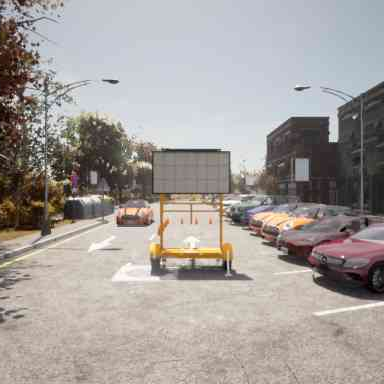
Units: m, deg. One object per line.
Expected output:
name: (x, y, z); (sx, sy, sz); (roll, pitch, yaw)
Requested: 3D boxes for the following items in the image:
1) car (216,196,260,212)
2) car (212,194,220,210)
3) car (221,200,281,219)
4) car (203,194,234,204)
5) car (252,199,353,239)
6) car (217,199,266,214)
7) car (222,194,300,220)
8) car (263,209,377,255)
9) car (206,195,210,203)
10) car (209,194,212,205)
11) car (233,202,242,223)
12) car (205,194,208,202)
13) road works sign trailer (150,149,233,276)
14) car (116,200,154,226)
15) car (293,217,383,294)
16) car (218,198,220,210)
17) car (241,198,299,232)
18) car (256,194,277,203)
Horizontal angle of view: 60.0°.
car: (5.286, 1.413, 38.643); (4.553, 1.767, 2.185); (1, 0, -20)
car: (5.287, 1.270, 32.630); (5.566, 2.045, 2.435); (1, 0, -20)
car: (5.276, 1.544, 29.627); (4.792, 1.488, 2.163); (1, 0, -20)
car: (5.315, 1.391, 65.702); (5.566, 2.045, 2.435); (1, 0, -20)
car: (5.321, 1.366, 14.637); (4.553, 1.767, 2.185); (1, 0, -20)
car: (5.288, 1.560, 35.629); (4.792, 1.488, 2.163); (1, 0, -20)
car: (5.286, 1.251, 23.613); (5.566, 2.045, 2.435); (1, 0, -20)
car: (5.260, 1.518, 11.616); (4.792, 1.488, 2.163); (1, 0, -20)
car: (5.315, 1.583, 50.664); (5.008, 1.535, 2.097); (1, -1, -20)
car: (5.358, 1.446, 47.662); (4.553, 1.767, 2.185); (1, 0, -20)
car: (5.289, 1.538, 20.634); (4.674, 1.452, 2.002); (1, 0, -20)
car: (5.135, 1.612, 59.608); (5.366, 1.575, 1.946); (1, 0, -20)
road works sign trailer: (-0.021, 0.467, 10.336); (2.380, 3.560, 2.880); (0, 0, 0)
car: (-3.949, 1.369, 23.501); (2.097, 1.767, 4.553); (0, 0, 0)
car: (5.291, 1.527, 8.625); (4.674, 1.452, 2.002); (1, 0, -20)
car: (5.127, 1.503, 26.570); (5.366, 1.575, 1.946); (1, 0, -20)
car: (5.323, 1.369, 17.638); (4.553, 1.767, 2.185); (1, 0, -20)
car: (18.258, 1.462, 81.713); (2.435, 2.045, 5.566); (0, 0, -21)
